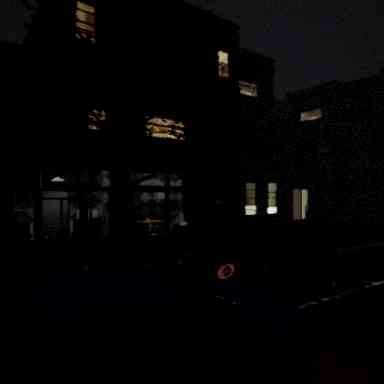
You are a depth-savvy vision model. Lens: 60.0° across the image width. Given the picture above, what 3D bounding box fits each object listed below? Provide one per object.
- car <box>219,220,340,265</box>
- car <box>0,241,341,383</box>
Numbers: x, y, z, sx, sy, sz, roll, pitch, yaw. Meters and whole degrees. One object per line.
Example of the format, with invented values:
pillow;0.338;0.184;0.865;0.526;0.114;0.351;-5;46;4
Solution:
car;1.562;1.492;7.676;4.097;1.590;1.967;1;-1;-35
car;-1.169;1.482;2.537;5.008;1.535;1.882;1;0;-35
